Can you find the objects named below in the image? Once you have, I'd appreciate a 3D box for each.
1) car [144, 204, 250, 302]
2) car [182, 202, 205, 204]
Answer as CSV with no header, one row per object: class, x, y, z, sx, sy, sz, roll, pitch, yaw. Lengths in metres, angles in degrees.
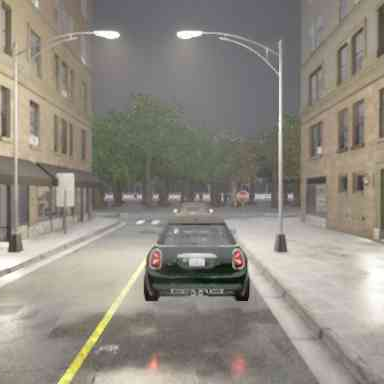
car,0.091,1.343,8.391,2.097,1.767,4.553,0,0,0
car,0.075,1.332,17.655,2.097,1.767,4.553,0,0,0
